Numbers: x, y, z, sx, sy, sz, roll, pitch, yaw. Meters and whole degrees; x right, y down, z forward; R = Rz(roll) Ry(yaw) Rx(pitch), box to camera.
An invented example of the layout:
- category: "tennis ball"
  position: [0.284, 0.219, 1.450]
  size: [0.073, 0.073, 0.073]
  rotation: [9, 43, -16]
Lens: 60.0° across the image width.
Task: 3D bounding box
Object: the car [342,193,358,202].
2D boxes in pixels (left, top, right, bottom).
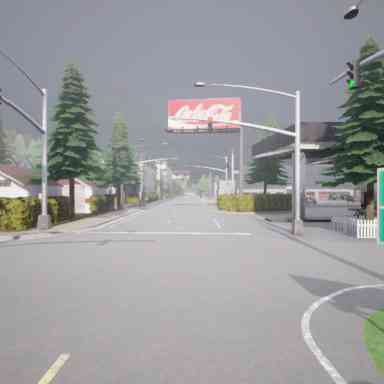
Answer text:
- category: "car"
  position: [34.927, 1.489, 71.789]
  size: [2.007, 1.523, 4.514]
  rotation: [0, 0, 0]

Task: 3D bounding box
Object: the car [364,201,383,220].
- category: "car"
  position: [18.704, 1.671, 30.605]
  size: [4.611, 1.667, 2.242]
  rotation: [0, 0, 0]

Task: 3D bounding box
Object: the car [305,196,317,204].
- category: "car"
  position: [22.521, 1.552, 64.001]
  size: [1.970, 1.475, 3.806]
  rotation: [0, 0, 0]

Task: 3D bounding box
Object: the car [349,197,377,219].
- category: "car"
  position: [14.376, 1.504, 24.936]
  size: [3.866, 1.878, 1.905]
  rotation: [0, 0, 0]
